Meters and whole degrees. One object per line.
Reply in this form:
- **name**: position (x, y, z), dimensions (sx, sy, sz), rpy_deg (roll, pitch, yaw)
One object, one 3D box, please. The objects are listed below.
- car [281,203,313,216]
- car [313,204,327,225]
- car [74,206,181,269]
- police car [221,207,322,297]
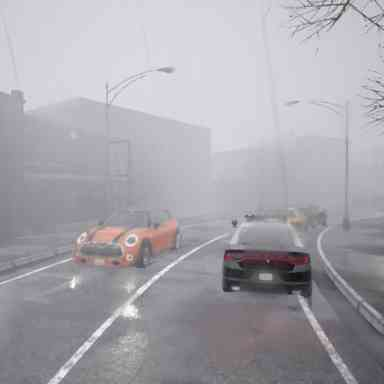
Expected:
- **car**: position (5.079, 1.469, 17.783), dimensions (1.801, 1.575, 5.366), rpy_deg (1, 0, 26)
- **car**: position (7.775, 1.535, 22.480), dimensions (1.837, 1.490, 4.892), rpy_deg (1, 0, 34)
- **car**: position (-1.937, 1.330, 11.267), dimensions (2.097, 1.767, 4.553), rpy_deg (0, 0, 16)
- **police car**: position (1.973, 1.427, 8.902), dimensions (1.930, 1.638, 5.238), rpy_deg (0, 0, 12)
